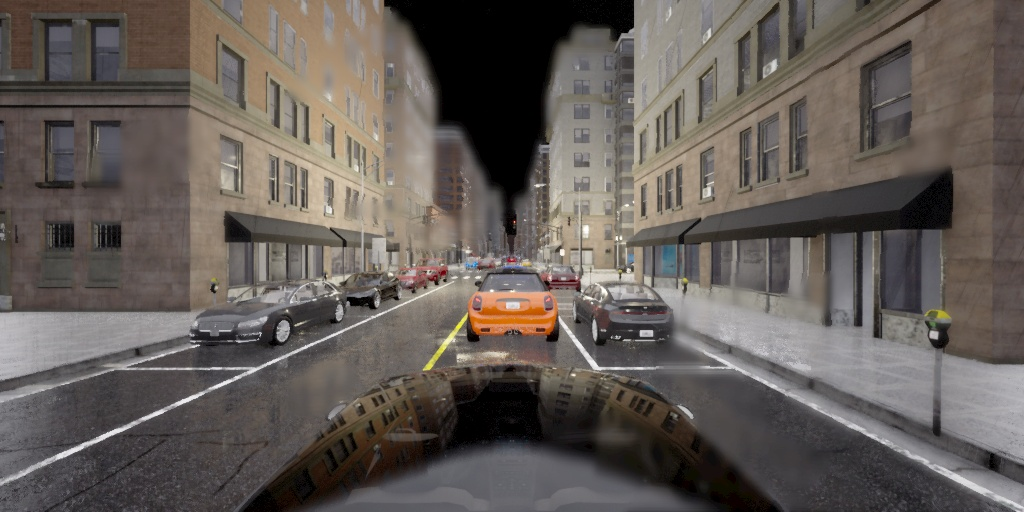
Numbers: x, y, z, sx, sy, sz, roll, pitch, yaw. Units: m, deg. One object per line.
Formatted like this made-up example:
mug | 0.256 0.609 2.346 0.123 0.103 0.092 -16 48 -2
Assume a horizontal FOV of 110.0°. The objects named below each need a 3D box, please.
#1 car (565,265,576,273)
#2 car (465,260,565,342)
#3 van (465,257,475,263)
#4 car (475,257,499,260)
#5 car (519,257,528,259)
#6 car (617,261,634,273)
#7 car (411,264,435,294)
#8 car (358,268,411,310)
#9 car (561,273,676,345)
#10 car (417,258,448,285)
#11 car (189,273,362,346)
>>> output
car | 2.656 1.188 20.340 1.967 1.591 4.097 0 0 0
car | 0.014 1.102 9.948 2.097 1.767 4.553 0 0 0
van | -5.895 1.080 52.779 1.690 1.789 3.998 0 0 0
car | -3.430 1.218 49.466 1.882 1.535 5.008 0 0 6
car | 2.622 1.261 64.171 1.751 1.417 4.829 0 0 0
car | 14.536 1.239 40.974 4.892 1.490 1.837 0 0 1
car | -5.870 1.330 20.308 1.802 1.307 4.207 0 0 0
car | -5.866 1.315 14.784 1.948 1.339 4.313 0 0 0
car | 2.664 1.300 9.289 2.007 1.370 4.403 0 0 0
car | -5.875 1.062 25.831 2.192 1.841 5.009 0 0 0
car | -5.862 1.300 9.259 2.007 1.370 4.403 0 0 0
